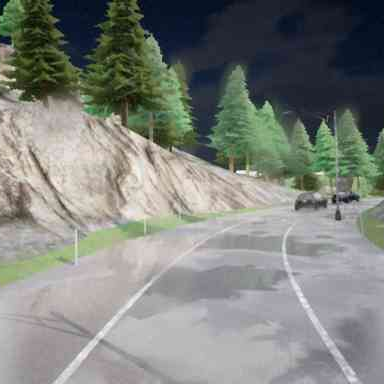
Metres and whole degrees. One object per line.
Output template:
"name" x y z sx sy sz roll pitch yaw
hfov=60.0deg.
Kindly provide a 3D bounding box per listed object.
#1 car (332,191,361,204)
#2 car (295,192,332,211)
"car" 18.389 0.585 39.740 4.674 1.442 1.812 -3 -1 -40
"car" 11.615 0.813 32.232 2.097 1.767 4.553 -3 0 37
